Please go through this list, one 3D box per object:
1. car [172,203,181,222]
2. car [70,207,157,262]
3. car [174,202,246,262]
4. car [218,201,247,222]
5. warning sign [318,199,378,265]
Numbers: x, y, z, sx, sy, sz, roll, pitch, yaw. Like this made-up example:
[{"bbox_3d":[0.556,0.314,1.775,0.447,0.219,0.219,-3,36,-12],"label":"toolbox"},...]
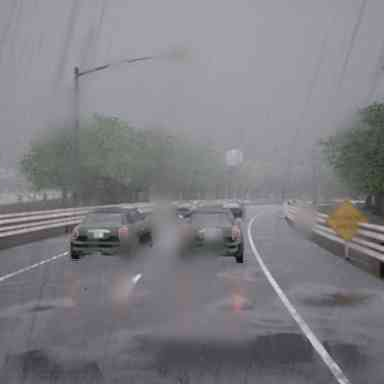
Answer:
[{"bbox_3d":[-0.277,1.623,27.555,1.837,1.490,4.892,0,0,13],"label":"car"},{"bbox_3d":[-2.710,1.379,12.533,2.097,1.767,4.553,0,0,6],"label":"car"},{"bbox_3d":[0.794,1.378,12.406,2.097,1.767,4.553,0,0,6],"label":"car"},{"bbox_3d":[3.526,1.601,28.423,1.882,1.535,5.008,0,-1,14],"label":"car"},{"bbox_3d":[4.584,1.134,9.888,1.300,1.860,1.060,0,-1,5],"label":"warning sign"}]
